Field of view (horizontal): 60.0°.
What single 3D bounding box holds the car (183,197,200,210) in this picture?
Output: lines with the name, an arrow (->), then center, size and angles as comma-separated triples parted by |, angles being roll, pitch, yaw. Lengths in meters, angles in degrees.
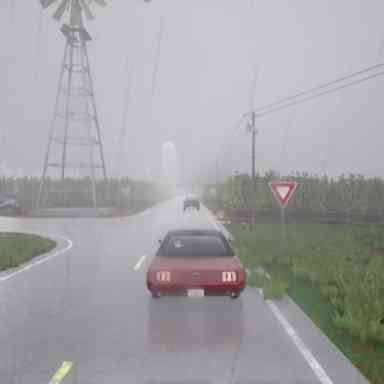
car -> -0.051, 1.412, 41.195 | 1.837, 1.490, 4.892 | 0, -1, 0

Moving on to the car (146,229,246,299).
car -> 0.070, 1.583, 8.371 | 1.895, 1.301, 4.718 | 0, 0, 0

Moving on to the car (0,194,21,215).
car -> -17.339, 1.151, 31.452 | 1.905, 1.878, 3.866 | 0, 0, -31
